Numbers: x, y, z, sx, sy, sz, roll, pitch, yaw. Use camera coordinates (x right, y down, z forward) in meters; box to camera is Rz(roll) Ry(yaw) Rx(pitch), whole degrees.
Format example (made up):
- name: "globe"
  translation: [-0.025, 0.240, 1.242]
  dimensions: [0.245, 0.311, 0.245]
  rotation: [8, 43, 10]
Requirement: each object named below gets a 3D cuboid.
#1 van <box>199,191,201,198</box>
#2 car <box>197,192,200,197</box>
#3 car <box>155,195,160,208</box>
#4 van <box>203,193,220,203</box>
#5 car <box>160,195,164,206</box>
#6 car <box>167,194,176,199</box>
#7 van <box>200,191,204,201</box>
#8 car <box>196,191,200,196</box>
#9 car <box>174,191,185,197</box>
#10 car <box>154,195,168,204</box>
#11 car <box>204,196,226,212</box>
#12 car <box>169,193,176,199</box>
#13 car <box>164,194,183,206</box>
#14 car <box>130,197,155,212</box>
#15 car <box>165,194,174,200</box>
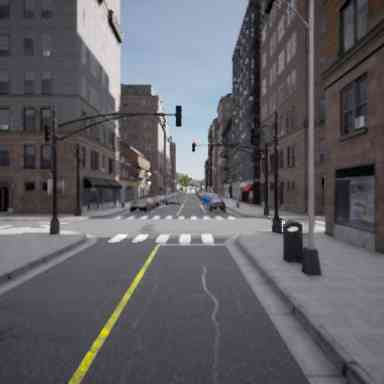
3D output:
- name: "van"
  translation: [2.639, 1.045, 58.096]
  dimensions: [1.690, 1.788, 3.998]
  rotation: [0, 0, 0]
- name: "car"
  translation: [2.640, 1.136, 75.313]
  dimensions: [1.752, 1.417, 4.829]
  rotation: [0, 0, 0]
- name: "car"
  translation: [-5.387, 1.376, 41.050]
  dimensions: [1.802, 1.307, 4.206]
  rotation: [0, 0, 0]
- name: "van"
  translation: [2.638, 1.135, 41.049]
  dimensions: [1.690, 1.788, 3.998]
  rotation: [0, 0, 0]
- name: "car"
  translation: [-5.386, 1.331, 46.733]
  dimensions: [1.947, 1.339, 4.313]
  rotation: [0, 0, 0]
- name: "car"
  translation: [-5.385, 1.101, 86.508]
  dimensions: [2.008, 1.369, 4.403]
  rotation: [0, 0, 0]
- name: "van"
  translation: [2.639, 1.076, 52.413]
  dimensions: [1.690, 1.788, 3.998]
  rotation: [0, 0, 0]
- name: "car"
  translation: [2.640, 1.063, 92.190]
  dimensions: [1.887, 1.381, 4.507]
  rotation: [0, 0, 0]
- name: "car"
  translation: [-2.747, 0.946, 78.992]
  dimensions: [2.033, 1.411, 5.357]
  rotation: [0, 0, 0]
- name: "car"
  translation: [-5.386, 1.255, 58.097]
  dimensions: [2.008, 1.369, 4.403]
  rotation: [0, 0, 0]
- name: "car"
  translation: [2.638, 1.375, 35.368]
  dimensions: [2.008, 1.369, 4.403]
  rotation: [0, 0, 0]
- name: "car"
  translation: [-5.385, 1.063, 92.190]
  dimensions: [1.887, 1.381, 4.507]
  rotation: [0, 0, 0]
- name: "car"
  translation: [-2.748, 1.344, 48.167]
  dimensions: [1.994, 1.385, 4.181]
  rotation: [0, 1, 0]
- name: "car"
  translation: [-5.387, 1.390, 35.368]
  dimensions: [1.947, 1.339, 4.313]
  rotation: [0, 0, 0]
- name: "car"
  translation: [-5.385, 1.126, 80.825]
  dimensions: [1.887, 1.381, 4.507]
  rotation: [0, 0, 0]
